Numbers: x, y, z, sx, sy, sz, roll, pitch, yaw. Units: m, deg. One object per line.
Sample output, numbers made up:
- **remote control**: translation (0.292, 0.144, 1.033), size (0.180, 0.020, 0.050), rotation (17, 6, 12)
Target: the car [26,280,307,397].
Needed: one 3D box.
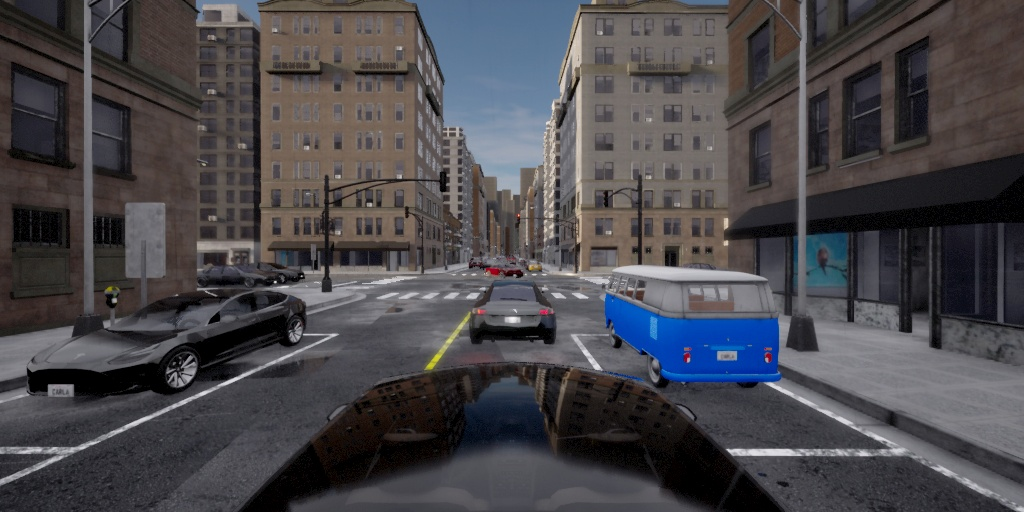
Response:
- **car**: translation (-5.641, 1.315, 6.674), size (1.948, 1.339, 4.313), rotation (0, 0, 0)

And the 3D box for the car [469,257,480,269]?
- **car**: translation (-5.676, 1.050, 56.809), size (2.192, 1.841, 5.009), rotation (0, 0, 0)

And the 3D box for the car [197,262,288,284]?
- **car**: translation (-17.890, 1.282, 23.065), size (5.357, 1.411, 2.033), rotation (0, 0, 0)

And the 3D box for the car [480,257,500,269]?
- **car**: translation (-3.058, 1.217, 50.272), size (1.882, 1.535, 5.008), rotation (0, 0, 0)

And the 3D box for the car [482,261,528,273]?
- **car**: translation (-0.749, 1.340, 32.292), size (1.895, 1.301, 4.718), rotation (0, 0, -26)

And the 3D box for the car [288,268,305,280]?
- **car**: translation (-17.860, 1.230, 26.316), size (4.892, 1.490, 1.837), rotation (0, 0, 0)

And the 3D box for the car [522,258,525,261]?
- **car**: translation (2.890, 1.179, 51.344), size (1.967, 1.591, 4.097), rotation (0, 0, 0)

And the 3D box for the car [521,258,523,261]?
- **car**: translation (2.849, 1.286, 56.870), size (2.007, 1.370, 4.403), rotation (0, 0, 0)

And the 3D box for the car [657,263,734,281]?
- **car**: translation (15.233, 1.289, 29.941), size (5.357, 1.411, 2.033), rotation (0, 0, 0)

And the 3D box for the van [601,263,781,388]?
- **van**: translation (2.884, 1.090, 6.628), size (1.690, 1.789, 3.998), rotation (0, 0, 0)

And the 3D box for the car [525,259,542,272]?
- **car**: translation (2.929, 1.267, 45.988), size (1.751, 1.417, 4.829), rotation (0, 0, 0)

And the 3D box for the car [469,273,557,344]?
- **car**: translation (0.046, 1.314, 9.553), size (1.994, 1.385, 4.181), rotation (0, 0, 1)
